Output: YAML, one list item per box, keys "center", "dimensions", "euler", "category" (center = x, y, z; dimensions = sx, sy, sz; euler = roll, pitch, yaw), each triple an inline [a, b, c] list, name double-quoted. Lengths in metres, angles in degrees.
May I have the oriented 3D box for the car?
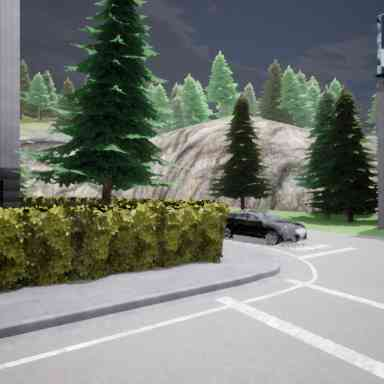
- center: [3.356, 1.668, 16.665]
  dimensions: [2.128, 1.511, 4.902]
  euler: [0, 0, -39]
  category: "car"
